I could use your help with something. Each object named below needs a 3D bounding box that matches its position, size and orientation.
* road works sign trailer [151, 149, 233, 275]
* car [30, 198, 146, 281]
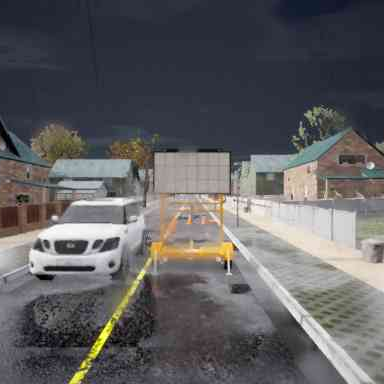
[{"bbox_3d":[0.002,0.467,10.417,2.380,3.560,2.880,0,0,0],"label":"road works sign trailer"},{"bbox_3d":[-2.747,1.224,10.191,2.150,2.045,5.566,0,0,0],"label":"car"}]
